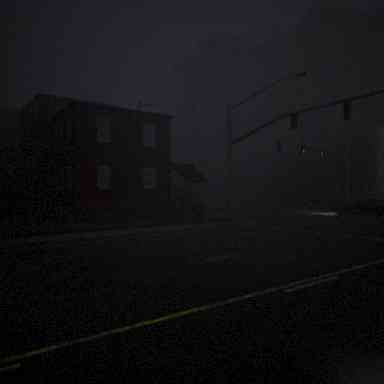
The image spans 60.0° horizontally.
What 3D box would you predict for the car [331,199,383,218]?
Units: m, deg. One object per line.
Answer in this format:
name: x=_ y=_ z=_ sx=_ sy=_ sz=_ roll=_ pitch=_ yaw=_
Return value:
car: x=14.130 y=1.293 z=27.088 sx=2.033 sy=1.411 sz=5.357 roll=-1 pitch=0 yaw=-31
